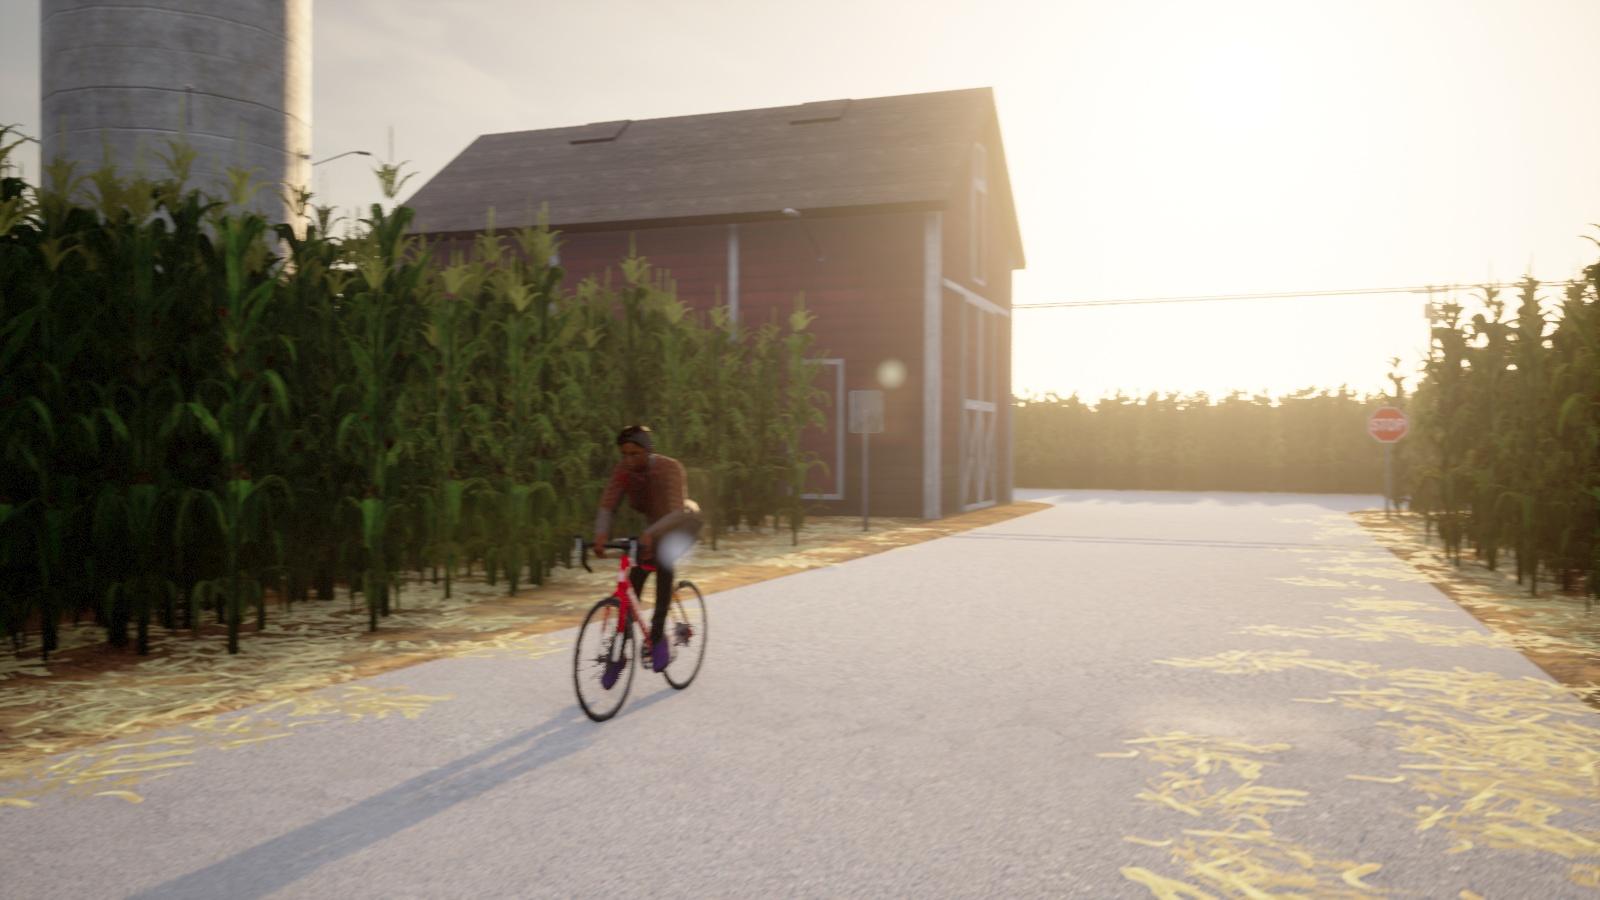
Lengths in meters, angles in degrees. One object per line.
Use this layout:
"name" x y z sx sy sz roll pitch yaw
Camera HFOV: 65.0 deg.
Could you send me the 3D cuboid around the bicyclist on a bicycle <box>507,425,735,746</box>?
"bicyclist on a bicycle" -0.966 0.682 7.211 0.582 1.620 1.656 0 0 20
